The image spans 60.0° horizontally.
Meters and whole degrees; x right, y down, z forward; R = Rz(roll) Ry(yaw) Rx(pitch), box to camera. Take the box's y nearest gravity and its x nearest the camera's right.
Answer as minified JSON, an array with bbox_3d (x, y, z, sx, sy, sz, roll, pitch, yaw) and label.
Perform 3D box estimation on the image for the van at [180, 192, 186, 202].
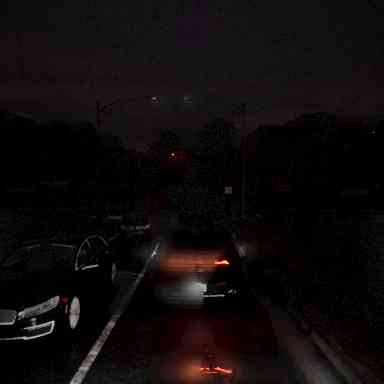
[{"bbox_3d":[-2.606,1.369,66.365,1.690,1.788,3.998,-1,0,0],"label":"van"}]

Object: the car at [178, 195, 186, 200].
[{"bbox_3d":[-2.578,1.443,88.529,2.008,1.369,4.403,-1,0,0],"label":"car"}]

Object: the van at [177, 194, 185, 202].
[{"bbox_3d":[-2.594,1.314,77.445,1.690,1.788,3.998,-1,0,0],"label":"van"}]

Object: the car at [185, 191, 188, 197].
[{"bbox_3d":[-2.602,1.319,71.908,2.192,1.841,5.009,-1,0,0],"label":"car"}]

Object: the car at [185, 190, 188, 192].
[{"bbox_3d":[-2.576,1.146,94.078,2.192,1.841,5.009,-1,1,0],"label":"car"}]

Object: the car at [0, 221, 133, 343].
[{"bbox_3d":[-2.654,1.549,6.537,2.008,1.369,4.403,-2,0,0],"label":"car"}]

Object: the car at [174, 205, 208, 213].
[{"bbox_3d":[0.145,1.604,18.621,1.895,1.301,4.718,0,0,1],"label":"car"}]

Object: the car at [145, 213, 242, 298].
[{"bbox_3d":[0.110,1.503,8.490,1.837,1.490,4.892,0,0,0],"label":"car"}]

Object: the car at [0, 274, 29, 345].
[{"bbox_3d":[-2.658,1.550,1.088,2.008,1.369,4.403,-2,0,0],"label":"car"}]

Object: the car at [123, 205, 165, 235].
[{"bbox_3d":[-2.644,1.585,17.432,1.802,1.307,4.206,-2,0,0],"label":"car"}]

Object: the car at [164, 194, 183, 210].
[{"bbox_3d":[-2.627,1.490,44.209,1.967,1.590,4.097,-2,0,0],"label":"car"}]
